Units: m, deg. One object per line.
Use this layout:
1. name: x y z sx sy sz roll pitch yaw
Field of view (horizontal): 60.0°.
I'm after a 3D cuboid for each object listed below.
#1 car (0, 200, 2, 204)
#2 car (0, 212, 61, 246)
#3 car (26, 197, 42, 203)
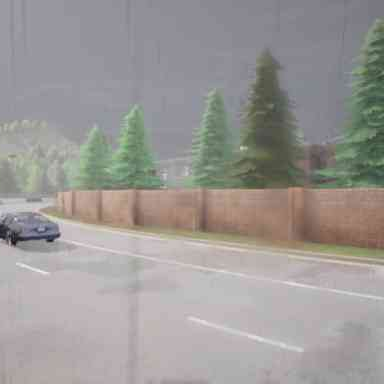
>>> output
1. car: -41.232 1.825 68.898 1.882 1.535 5.008 0 0 -5
2. car: -8.105 1.638 15.841 2.033 1.411 5.357 1 -1 -44
3. car: -40.228 1.914 84.815 2.128 1.511 4.902 0 0 7
